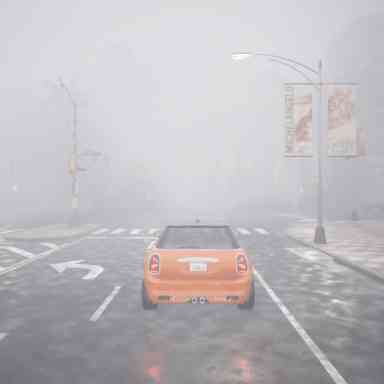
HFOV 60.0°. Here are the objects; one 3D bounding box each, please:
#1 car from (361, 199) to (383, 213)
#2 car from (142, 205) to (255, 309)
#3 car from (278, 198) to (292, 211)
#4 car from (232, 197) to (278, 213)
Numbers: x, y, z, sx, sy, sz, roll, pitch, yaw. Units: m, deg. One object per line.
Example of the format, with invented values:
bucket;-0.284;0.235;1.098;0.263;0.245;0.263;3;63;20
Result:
car;21.136;1.477;36.305;5.008;1.535;1.882;0;0;1
car;0.116;1.352;8.019;2.097;1.767;4.553;0;0;0
car;9.496;1.492;39.943;4.902;1.511;2.128;0;0;1
car;6.585;1.351;36.385;4.553;1.767;2.097;0;0;-1
